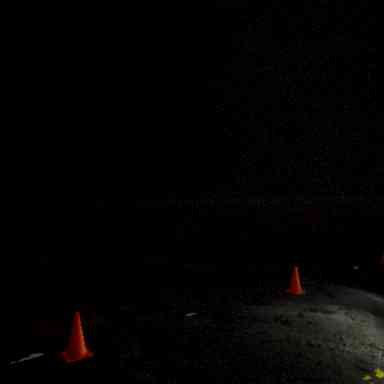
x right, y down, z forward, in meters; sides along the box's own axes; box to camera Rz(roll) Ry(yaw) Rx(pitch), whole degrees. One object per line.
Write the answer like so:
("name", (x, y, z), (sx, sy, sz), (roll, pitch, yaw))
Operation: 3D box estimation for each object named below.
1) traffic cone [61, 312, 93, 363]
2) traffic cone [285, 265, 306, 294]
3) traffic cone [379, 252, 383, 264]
("traffic cone", (-1.583, 1.948, 4.581), (0.340, 0.580, 0.340), (0, 0, -36))
("traffic cone", (2.348, 1.965, 7.550), (0.340, 0.580, 0.340), (0, 0, -38))
("traffic cone", (6.197, 1.991, 10.625), (0.340, 0.580, 0.340), (0, 0, -39))
